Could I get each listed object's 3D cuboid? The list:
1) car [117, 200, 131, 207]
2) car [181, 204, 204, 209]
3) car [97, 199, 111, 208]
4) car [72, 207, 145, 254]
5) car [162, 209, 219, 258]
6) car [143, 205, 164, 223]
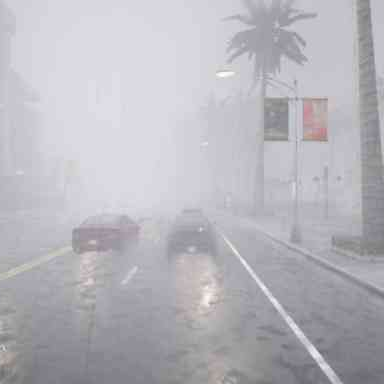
[{"bbox_3d":[-12.476,2.224,60.517,2.033,1.411,5.357,0,-1,-22],"label":"car"},{"bbox_3d":[0.023,1.805,29.214,1.882,1.535,5.008,0,0,0],"label":"car"},{"bbox_3d":[-15.595,2.008,58.723,2.097,1.767,4.553,0,-1,-21],"label":"car"},{"bbox_3d":[-3.472,1.637,14.212,1.882,1.535,5.008,0,0,1],"label":"car"},{"bbox_3d":[0.019,1.659,13.484,1.837,1.490,4.892,0,0,1],"label":"car"},{"bbox_3d":[-3.479,1.849,28.871,1.812,1.442,4.674,0,0,1],"label":"car"}]
